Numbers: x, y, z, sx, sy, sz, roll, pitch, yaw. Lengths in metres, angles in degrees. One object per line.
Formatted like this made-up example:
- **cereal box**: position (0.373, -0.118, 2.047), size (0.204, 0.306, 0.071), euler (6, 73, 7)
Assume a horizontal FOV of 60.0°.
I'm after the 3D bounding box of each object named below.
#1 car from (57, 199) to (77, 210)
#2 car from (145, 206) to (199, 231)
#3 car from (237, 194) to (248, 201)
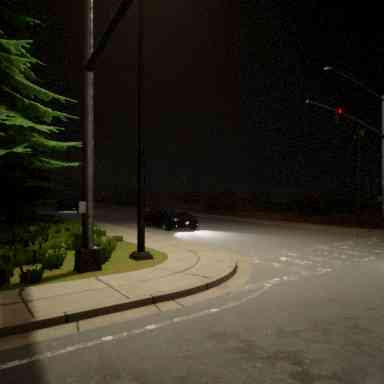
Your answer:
- **car**: position (-15.255, 1.575, 41.044), size (2.033, 1.411, 5.357), euler (0, 0, -34)
- **car**: position (-1.390, 1.591, 20.737), size (1.994, 1.385, 4.181), euler (0, 0, -34)
- **car**: position (11.304, 1.352, 79.995), size (4.553, 1.767, 2.097), euler (0, 0, -32)
